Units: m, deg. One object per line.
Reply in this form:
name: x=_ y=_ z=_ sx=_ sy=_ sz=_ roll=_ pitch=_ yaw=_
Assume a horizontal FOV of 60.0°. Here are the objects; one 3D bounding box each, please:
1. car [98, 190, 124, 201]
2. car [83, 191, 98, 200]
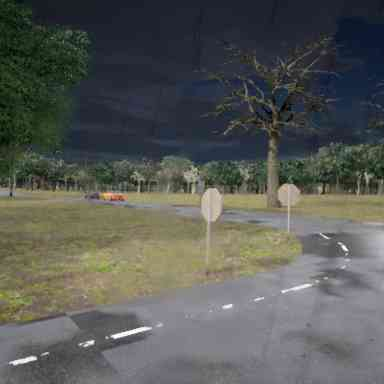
car: x=-12.404 y=0.526 z=52.095 sx=2.097 sy=1.767 sz=4.553 roll=2 pitch=-1 yaw=-35
car: x=-18.173 y=0.632 z=60.085 sx=1.837 sy=1.490 sz=4.892 roll=2 pitch=-1 yaw=-36
